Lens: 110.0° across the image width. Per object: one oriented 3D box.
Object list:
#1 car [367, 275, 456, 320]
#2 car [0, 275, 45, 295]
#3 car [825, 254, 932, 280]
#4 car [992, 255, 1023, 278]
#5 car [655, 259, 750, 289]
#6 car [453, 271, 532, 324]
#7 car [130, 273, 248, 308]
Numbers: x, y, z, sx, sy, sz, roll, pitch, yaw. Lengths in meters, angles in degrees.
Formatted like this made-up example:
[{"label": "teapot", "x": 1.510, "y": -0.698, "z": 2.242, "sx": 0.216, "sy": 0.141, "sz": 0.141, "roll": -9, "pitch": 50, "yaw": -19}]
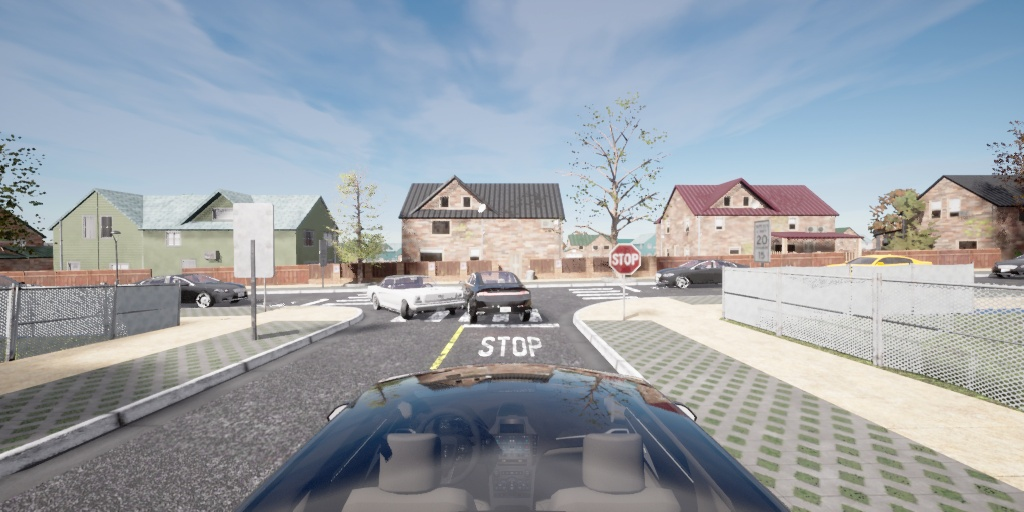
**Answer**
[{"label": "car", "x": -3.599, "y": 1.367, "z": 12.962, "sx": 1.895, "sy": 1.301, "sz": 4.718, "roll": 0, "pitch": 0, "yaw": -38}, {"label": "car", "x": -24.234, "y": 1.648, "z": 16.425, "sx": 4.553, "sy": 1.767, "sz": 2.097, "roll": -1, "pitch": 1, "yaw": 0}, {"label": "car", "x": 19.768, "y": 0.690, "z": 19.538, "sx": 5.008, "sy": 1.535, "sz": 1.882, "roll": -1, "pitch": 1, "yaw": -1}, {"label": "car", "x": 29.392, "y": 0.477, "z": 19.571, "sx": 4.902, "sy": 1.511, "sz": 2.128, "roll": -1, "pitch": 1, "yaw": 0}, {"label": "car", "x": 10.337, "y": 0.925, "z": 19.505, "sx": 4.902, "sy": 1.511, "sz": 2.128, "roll": -1, "pitch": 1, "yaw": 0}, {"label": "car", "x": -0.681, "y": 1.242, "z": 12.101, "sx": 2.128, "sy": 1.511, "sz": 4.902, "roll": 0, "pitch": 0, "yaw": -12}, {"label": "car", "x": -14.897, "y": 1.566, "z": 16.462, "sx": 4.902, "sy": 1.511, "sz": 2.128, "roll": -1, "pitch": 1, "yaw": 0}]
